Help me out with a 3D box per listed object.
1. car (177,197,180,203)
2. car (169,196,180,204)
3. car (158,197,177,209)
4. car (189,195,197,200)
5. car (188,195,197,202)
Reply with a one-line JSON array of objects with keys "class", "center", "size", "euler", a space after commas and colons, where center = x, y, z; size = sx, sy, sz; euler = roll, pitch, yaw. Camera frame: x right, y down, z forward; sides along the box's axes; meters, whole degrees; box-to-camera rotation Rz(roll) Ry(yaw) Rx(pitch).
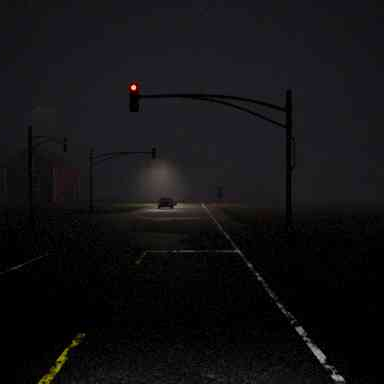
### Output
[{"class": "car", "center": [-3.476, 1.492, 55.060], "size": [1.812, 1.442, 4.674], "euler": [0, 0, 1]}, {"class": "car", "center": [-3.421, 1.553, 64.989], "size": [1.895, 1.301, 4.718], "euler": [0, 0, 1]}, {"class": "car", "center": [-3.505, 1.455, 45.197], "size": [1.882, 1.535, 5.008], "euler": [0, 0, 0]}, {"class": "car", "center": [0.163, 1.463, 86.665], "size": [1.994, 1.385, 4.181], "euler": [0, 0, 0]}, {"class": "car", "center": [0.145, 1.409, 76.978], "size": [1.882, 1.535, 5.008], "euler": [0, 0, 0]}]
